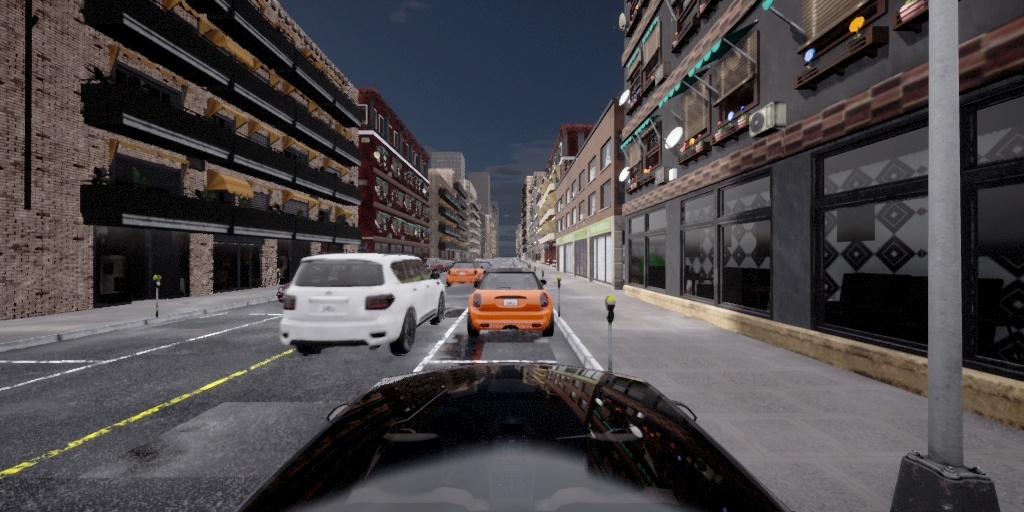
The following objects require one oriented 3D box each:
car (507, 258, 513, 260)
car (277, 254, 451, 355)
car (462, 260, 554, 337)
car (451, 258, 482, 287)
[{"bbox_3d":[-0.456,1.275,39.173,1.751,1.417,4.829,0,0,0],"label":"car"},{"bbox_3d":[-3.145,0.973,8.822,2.150,2.045,5.566,0,0,0],"label":"car"},{"bbox_3d":[-0.032,1.103,10.469,2.097,1.767,4.553,0,0,0],"label":"car"},{"bbox_3d":[-3.080,1.101,24.449,2.097,1.767,4.553,0,0,0],"label":"car"}]
